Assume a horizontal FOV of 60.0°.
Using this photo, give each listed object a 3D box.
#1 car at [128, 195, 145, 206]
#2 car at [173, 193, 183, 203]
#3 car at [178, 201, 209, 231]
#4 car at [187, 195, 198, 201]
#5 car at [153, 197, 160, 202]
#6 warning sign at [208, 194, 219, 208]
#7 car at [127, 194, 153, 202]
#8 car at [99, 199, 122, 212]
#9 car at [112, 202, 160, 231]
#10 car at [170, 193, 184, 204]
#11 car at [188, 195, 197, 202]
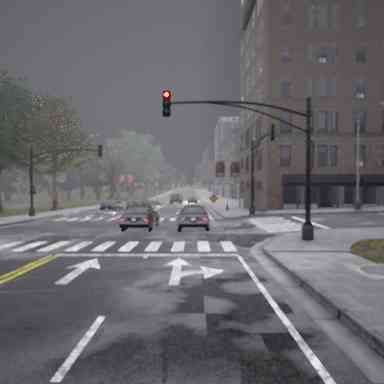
[{"bbox_3d":[-9.749,1.463,58.647,2.097,1.767,4.553,0,0,0],"label":"car"},{"bbox_3d":[-3.160,1.281,75.446,2.150,2.045,5.566,0,0,0],"label":"car"},{"bbox_3d":[0.099,1.544,20.642,2.033,1.411,5.357,-1,0,0],"label":"car"},{"bbox_3d":[0.132,1.634,65.353,1.837,1.490,4.892,0,0,1],"label":"car"},{"bbox_3d":[-6.510,1.632,57.247,1.812,1.442,4.674,0,0,0],"label":"car"},{"bbox_3d":[2.926,1.183,45.267,1.300,1.860,1.060,1,1,0],"label":"warning sign"},{"bbox_3d":[-6.551,1.275,40.775,2.150,2.045,5.566,0,0,0],"label":"car"},{"bbox_3d":[-9.801,1.601,40.833,2.033,1.411,5.357,0,0,0],"label":"car"},{"bbox_3d":[-3.138,1.560,20.555,2.033,1.411,5.357,0,0,0],"label":"car"},{"bbox_3d":[-3.124,1.350,64.730,2.150,2.045,5.566,0,0,1],"label":"car"},{"bbox_3d":[0.090,1.556,75.412,1.837,1.490,4.892,0,0,0],"label":"car"}]
